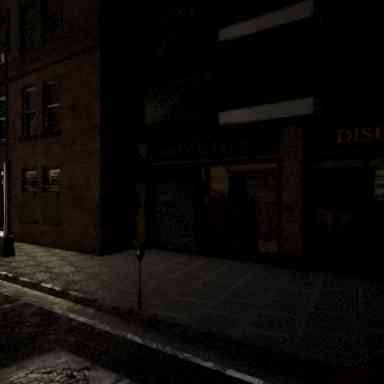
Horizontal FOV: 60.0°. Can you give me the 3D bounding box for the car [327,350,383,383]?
[{"bbox_3d":[2.485,1.439,1.308,4.097,1.590,1.967,0,0,35],"label":"car"}]
